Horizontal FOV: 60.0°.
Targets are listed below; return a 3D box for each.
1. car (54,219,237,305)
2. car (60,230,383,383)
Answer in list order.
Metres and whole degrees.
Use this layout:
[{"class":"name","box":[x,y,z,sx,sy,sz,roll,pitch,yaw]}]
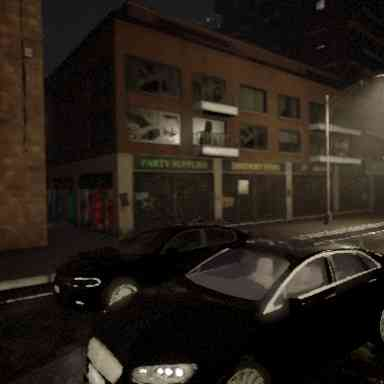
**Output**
[{"class":"car","box":[-0.407,1.426,7.442,5.008,1.535,1.882,-1,1,-36]},{"class":"car","box":[1.094,1.442,4.514,4.902,1.511,2.128,-1,1,-36]}]
